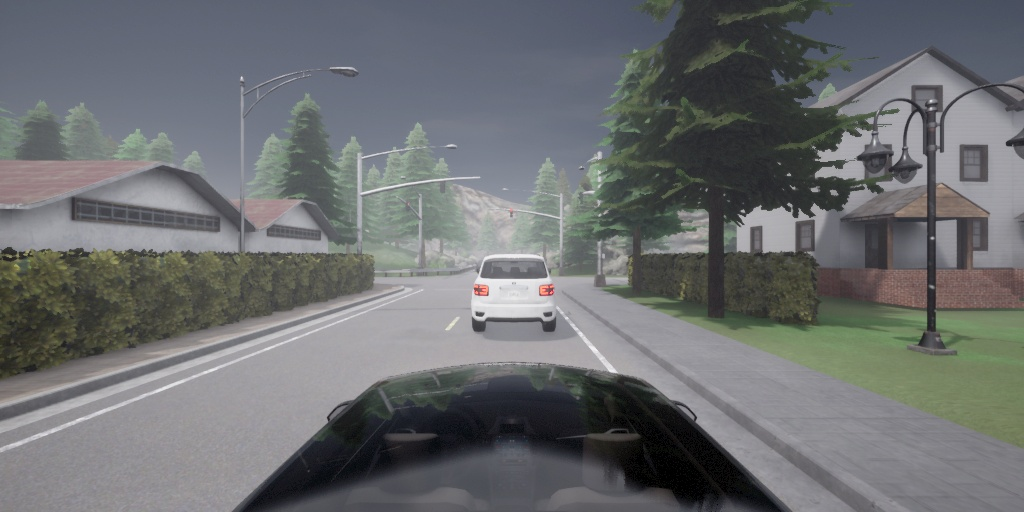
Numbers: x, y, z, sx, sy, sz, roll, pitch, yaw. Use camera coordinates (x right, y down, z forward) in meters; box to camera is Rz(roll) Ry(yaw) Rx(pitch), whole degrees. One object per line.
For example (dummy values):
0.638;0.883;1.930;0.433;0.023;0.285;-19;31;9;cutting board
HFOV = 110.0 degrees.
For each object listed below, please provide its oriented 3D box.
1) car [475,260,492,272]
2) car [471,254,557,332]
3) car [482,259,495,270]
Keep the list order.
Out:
-3.601;1.255;46.078;1.837;1.490;4.892;0;0;0;car
0.064;0.971;11.003;2.150;2.045;5.566;0;0;0;car
-3.600;1.276;55.315;1.812;1.442;4.674;0;0;0;car
